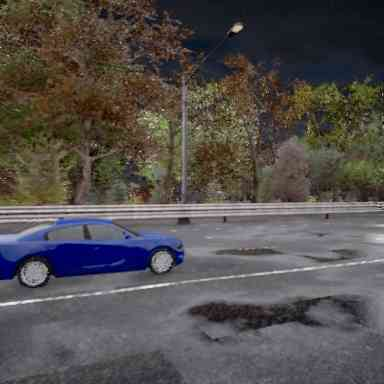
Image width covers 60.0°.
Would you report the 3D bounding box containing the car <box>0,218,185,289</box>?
[{"bbox_3d":[-2.637,1.447,8.967,5.008,1.535,1.882,0,0,-24],"label":"car"}]
